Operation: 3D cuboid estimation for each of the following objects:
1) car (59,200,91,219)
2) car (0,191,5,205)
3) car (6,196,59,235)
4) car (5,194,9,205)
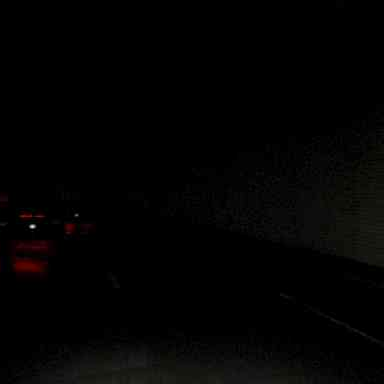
[{"bbox_3d":[-9.141,1.248,24.511,1.895,1.301,4.718,3,0,-36],"label":"car"},{"bbox_3d":[-20.086,0.353,30.967,5.566,2.045,2.150,3,-1,38],"label":"car"},{"bbox_3d":[-7.985,1.176,16.392,1.837,1.490,4.892,3,0,-29],"label":"car"},{"bbox_3d":[-22.025,0.535,36.350,5.008,1.535,1.882,3,0,31],"label":"car"}]
